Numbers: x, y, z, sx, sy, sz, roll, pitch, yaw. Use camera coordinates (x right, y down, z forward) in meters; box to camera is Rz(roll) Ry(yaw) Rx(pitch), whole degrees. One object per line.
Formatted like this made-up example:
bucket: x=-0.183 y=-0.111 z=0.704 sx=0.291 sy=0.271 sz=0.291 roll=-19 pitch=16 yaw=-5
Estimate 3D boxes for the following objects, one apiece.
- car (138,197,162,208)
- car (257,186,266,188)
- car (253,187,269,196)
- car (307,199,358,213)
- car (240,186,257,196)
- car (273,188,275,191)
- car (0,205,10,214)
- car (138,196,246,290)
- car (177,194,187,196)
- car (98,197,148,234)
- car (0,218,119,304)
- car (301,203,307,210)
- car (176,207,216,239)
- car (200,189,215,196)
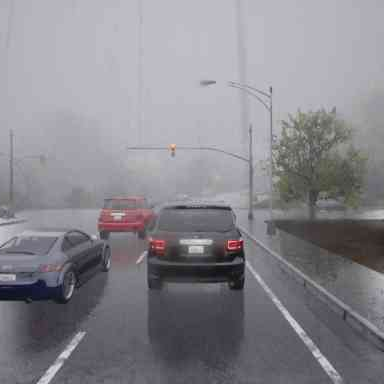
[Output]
car: x=-6.485 y=1.634 z=52.401 sx=2.128 sy=1.511 sz=4.902 roll=0 pitch=0 yaw=13
car: x=19.646 y=-0.763 z=93.035 sx=2.150 sy=2.045 sz=5.566 roll=0 pitch=3 yaw=38
car: x=17.535 y=0.264 z=83.629 sx=1.895 sy=1.301 sz=4.718 roll=0 pitch=3 yaw=33
car: x=15.977 y=1.646 z=37.570 sx=4.718 sy=1.301 sz=1.895 roll=-1 pitch=0 yaw=3
car: x=13.966 y=0.093 z=84.502 sx=2.097 sy=1.767 sz=4.553 roll=0 pitch=3 yaw=33
car: x=23.244 y=-0.477 z=92.014 sx=2.033 sy=1.411 sz=5.357 roll=0 pitch=3 yaw=38
car: x=-22.427 y=1.741 z=36.059 sx=4.902 sy=1.511 sz=2.128 roll=-1 pitch=0 yaw=2
car: x=0.103 y=1.234 z=9.233 sx=2.150 sy=2.045 sz=5.566 roll=0 pitch=0 yaw=0
car: x=-2.238 y=1.257 z=66.826 sx=2.097 sy=1.767 sz=4.553 roll=0 pitch=2 yaw=20
car: x=-3.282 y=1.260 z=17.632 sx=2.150 sy=2.045 sz=5.566 roll=0 pitch=0 yaw=1
car: x=-3.405 y=1.574 z=8.230 sx=1.994 sy=1.385 sz=4.181 roll=0 pitch=0 yaw=2
car: x=16.084 y=1.549 z=41.070 sx=4.902 sy=1.511 sz=2.128 roll=-1 pitch=0 yaw=3
car: x=0.249 y=1.605 z=18.461 sx=1.994 sy=1.385 sz=4.181 roll=0 pitch=0 yaw=2
car: x=3.895 y=0.451 z=80.830 sx=2.150 sy=2.045 sz=5.566 roll=0 pitch=3 yaw=25
